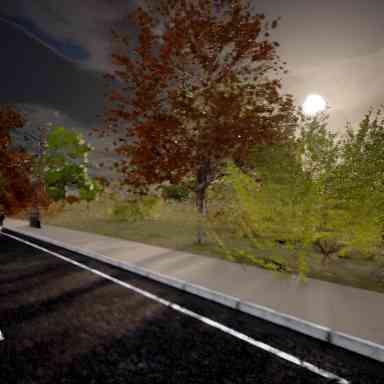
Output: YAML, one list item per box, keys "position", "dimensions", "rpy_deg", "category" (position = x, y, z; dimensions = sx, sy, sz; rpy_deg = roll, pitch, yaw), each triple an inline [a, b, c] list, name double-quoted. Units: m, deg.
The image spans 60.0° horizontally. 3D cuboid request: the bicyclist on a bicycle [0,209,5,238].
- position: [-12.016, 1.956, 20.732]
  dimensions: [0.659, 1.776, 1.843]
  rpy_deg: [2, -2, -39]
  category: "bicyclist on a bicycle"
